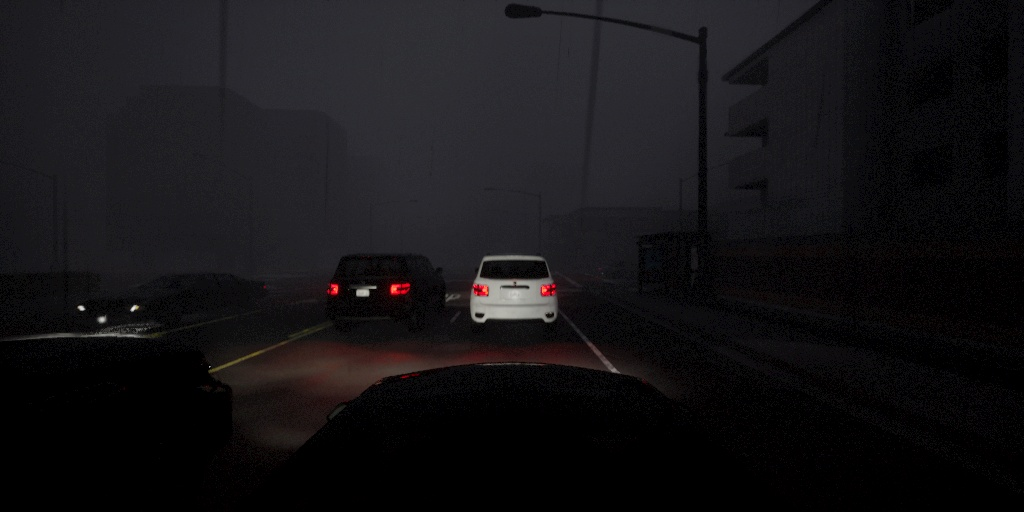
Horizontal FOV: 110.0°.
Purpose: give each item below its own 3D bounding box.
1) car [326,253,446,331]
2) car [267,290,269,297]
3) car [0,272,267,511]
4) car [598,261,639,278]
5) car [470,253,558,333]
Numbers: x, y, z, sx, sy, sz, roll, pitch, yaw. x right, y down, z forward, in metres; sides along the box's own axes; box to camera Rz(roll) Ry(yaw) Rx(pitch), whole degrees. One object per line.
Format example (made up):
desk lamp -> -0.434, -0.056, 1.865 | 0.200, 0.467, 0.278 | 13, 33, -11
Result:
car -> -3.472, 0.936, 10.956 | 2.150, 2.045, 5.566 | 0, 0, -1
car -> -10.626, 1.258, 11.939 | 2.033, 1.411, 5.357 | 0, 0, 0
car -> -3.409, 0.976, 0.594 | 2.150, 2.045, 5.566 | 0, 0, 0
car -> 9.518, 1.064, 28.870 | 4.718, 1.301, 1.895 | -1, 0, -1
car -> 0.027, 0.937, 10.754 | 2.150, 2.045, 5.566 | 0, 0, -1
